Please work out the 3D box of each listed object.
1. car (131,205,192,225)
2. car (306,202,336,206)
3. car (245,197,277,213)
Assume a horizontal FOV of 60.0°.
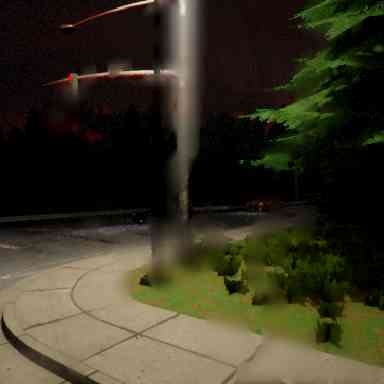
[{"bbox_3d":[-2.028,1.574,23.296,1.895,1.301,4.718,0,0,35],"label":"car"},{"bbox_3d":[16.399,1.195,42.910,2.150,2.045,5.566,0,0,36],"label":"car"},{"bbox_3d":[7.780,1.324,37.322,2.097,1.767,4.553,0,0,36],"label":"car"}]
